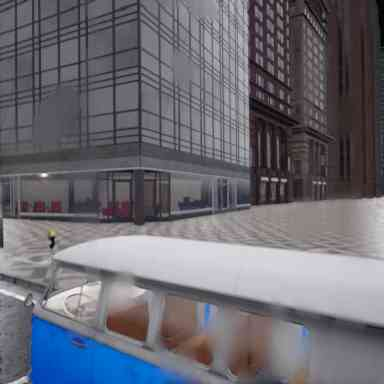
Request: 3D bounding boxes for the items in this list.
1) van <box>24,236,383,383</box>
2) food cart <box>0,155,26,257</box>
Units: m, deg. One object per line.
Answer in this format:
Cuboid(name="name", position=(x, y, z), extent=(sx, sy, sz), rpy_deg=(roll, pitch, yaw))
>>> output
Cuboid(name="van", position=(0.312, 1.345, 2.640), extent=(3.998, 1.788, 1.690), rpy_deg=(0, -1, 36))
Cuboid(name="food cart", position=(-8.746, 0.525, 12.808), extent=(4.660, 3.560, 2.280), rpy_deg=(-1, 0, 36))
